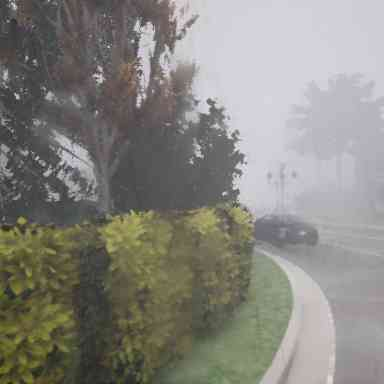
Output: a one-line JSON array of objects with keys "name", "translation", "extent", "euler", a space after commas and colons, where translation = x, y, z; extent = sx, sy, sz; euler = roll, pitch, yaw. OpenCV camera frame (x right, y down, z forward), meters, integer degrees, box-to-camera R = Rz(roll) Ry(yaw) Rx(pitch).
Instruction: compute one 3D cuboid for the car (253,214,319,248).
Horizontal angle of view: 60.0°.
[{"name": "car", "translation": [4.117, 1.735, 15.932], "extent": [1.994, 1.385, 4.181], "euler": [0, -1, -16]}]
